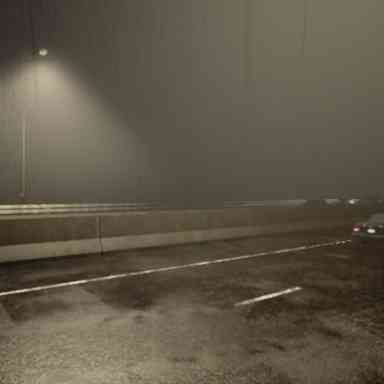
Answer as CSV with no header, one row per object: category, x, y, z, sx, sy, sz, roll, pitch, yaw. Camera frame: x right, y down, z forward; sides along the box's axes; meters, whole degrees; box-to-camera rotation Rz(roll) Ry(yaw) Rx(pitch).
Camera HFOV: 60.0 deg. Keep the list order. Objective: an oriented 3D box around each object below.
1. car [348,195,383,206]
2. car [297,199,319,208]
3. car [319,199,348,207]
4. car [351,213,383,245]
car,19.118,1.318,34.828,5.566,2.045,2.150,0,0,-35
car,14.811,1.600,40.351,4.892,1.490,1.837,0,0,-35
car,17.084,1.587,37.673,4.902,1.511,2.128,0,0,-35
car,9.105,1.590,14.550,5.357,1.411,2.033,0,0,-35
